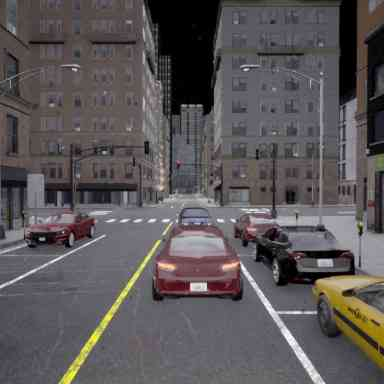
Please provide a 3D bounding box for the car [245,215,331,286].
[{"bbox_3d":[2.871,1.563,9.241,1.947,1.339,4.313,-1,0,0],"label":"car"}]

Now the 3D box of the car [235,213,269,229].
[{"bbox_3d":[2.874,1.578,14.827,1.802,1.307,4.206,-1,0,0],"label":"car"}]

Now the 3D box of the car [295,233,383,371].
[{"bbox_3d":[2.868,1.524,3.825,1.752,1.417,4.829,-1,0,0],"label":"car"}]

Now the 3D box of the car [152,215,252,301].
[{"bbox_3d":[0.103,1.524,8.210,1.812,1.442,4.674,0,0,0],"label":"car"}]

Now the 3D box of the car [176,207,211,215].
[{"bbox_3d":[0.141,1.542,18.231,2.033,1.411,5.357,0,0,-3],"label":"car"}]

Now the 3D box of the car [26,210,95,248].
[{"bbox_3d":[-5.671,1.540,14.828,1.887,1.381,4.507,-1,0,0],"label":"car"}]
